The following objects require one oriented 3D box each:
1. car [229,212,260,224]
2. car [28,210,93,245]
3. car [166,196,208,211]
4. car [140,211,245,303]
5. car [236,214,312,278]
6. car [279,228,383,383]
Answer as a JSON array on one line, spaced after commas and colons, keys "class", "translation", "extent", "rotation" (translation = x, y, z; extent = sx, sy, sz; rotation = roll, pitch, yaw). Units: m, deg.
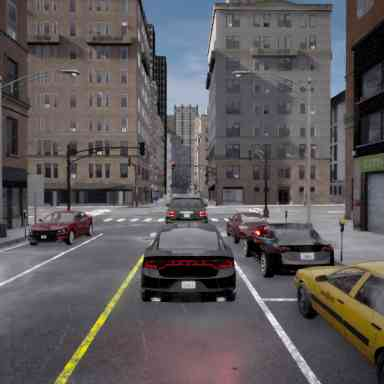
[{"class": "car", "translation": [2.625, 1.577, 15.582], "extent": [1.802, 1.307, 4.206], "rotation": [-1, 0, -1]}, {"class": "car", "translation": [-5.919, 1.539, 15.442], "extent": [1.887, 1.381, 4.507], "rotation": [-1, 0, -1]}, {"class": "car", "translation": [-0.291, 1.215, 18.434], "extent": [2.150, 2.045, 5.566], "rotation": [0, 0, -1]}, {"class": "car", "translation": [-0.083, 1.475, 8.304], "extent": [1.882, 1.535, 5.008], "rotation": [0, 0, -1]}, {"class": "car", "translation": [2.715, 1.563, 9.997], "extent": [1.947, 1.339, 4.313], "rotation": [-1, 0, -1]}, {"class": "car", "translation": [2.801, 1.524, 4.581], "extent": [1.752, 1.417, 4.829], "rotation": [-1, 0, -1]}]
